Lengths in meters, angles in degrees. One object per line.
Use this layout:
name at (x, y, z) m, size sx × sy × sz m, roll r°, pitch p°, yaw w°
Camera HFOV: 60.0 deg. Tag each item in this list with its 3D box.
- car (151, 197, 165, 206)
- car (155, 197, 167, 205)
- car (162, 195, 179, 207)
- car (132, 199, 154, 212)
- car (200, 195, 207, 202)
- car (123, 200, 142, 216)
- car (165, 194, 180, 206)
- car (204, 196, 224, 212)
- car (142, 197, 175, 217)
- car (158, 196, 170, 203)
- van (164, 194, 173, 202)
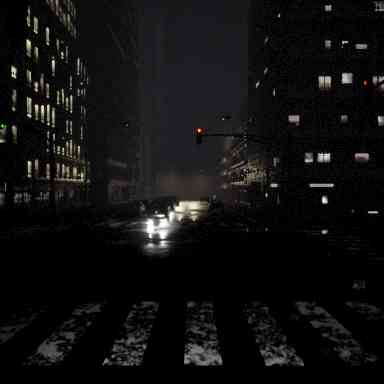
car at (-5.604, 1.531, 55.635) m, size 1.887 × 1.381 × 4.507 m, roll -1°, pitch 0°, yaw 0°
car at (-5.593, 1.567, 61.290) m, size 1.802 × 1.307 × 4.206 m, roll -1°, pitch 0°, yaw 0°
car at (-3.023, 1.480, 40.484) m, size 2.128 × 1.511 × 4.902 m, roll 0°, pitch 0°, yaw 0°
car at (-5.634, 1.555, 38.672) m, size 1.947 × 1.339 × 4.313 m, roll -1°, pitch 0°, yaw 0°
car at (2.806, 1.423, 72.585) m, size 1.967 × 1.590 × 4.097 m, roll -1°, pitch 0°, yaw 0°
car at (-5.645, 1.516, 32.847) m, size 1.752 × 1.417 × 4.829 m, roll -1°, pitch 0°, yaw 0°
car at (-2.998, 1.339, 50.448) m, size 2.097 × 1.767 × 4.553 m, roll 0°, pitch 0°, yaw 0°
car at (2.745, 1.540, 38.657) m, size 2.008 × 1.369 × 4.403 m, roll -1°, pitch 0°, yaw 0°
car at (-3.046, 1.483, 30.999) m, size 2.128 × 1.511 × 4.902 m, roll 0°, pitch 0°, yaw 0°
car at (-5.583, 1.529, 66.944) m, size 1.887 × 1.381 × 4.507 m, roll -1°, pitch 0°, yaw 0°
van at (-5.566, 1.323, 78.254) m, size 1.690 × 1.788 × 3.998 m, roll -1°, pitch 0°, yaw 0°
